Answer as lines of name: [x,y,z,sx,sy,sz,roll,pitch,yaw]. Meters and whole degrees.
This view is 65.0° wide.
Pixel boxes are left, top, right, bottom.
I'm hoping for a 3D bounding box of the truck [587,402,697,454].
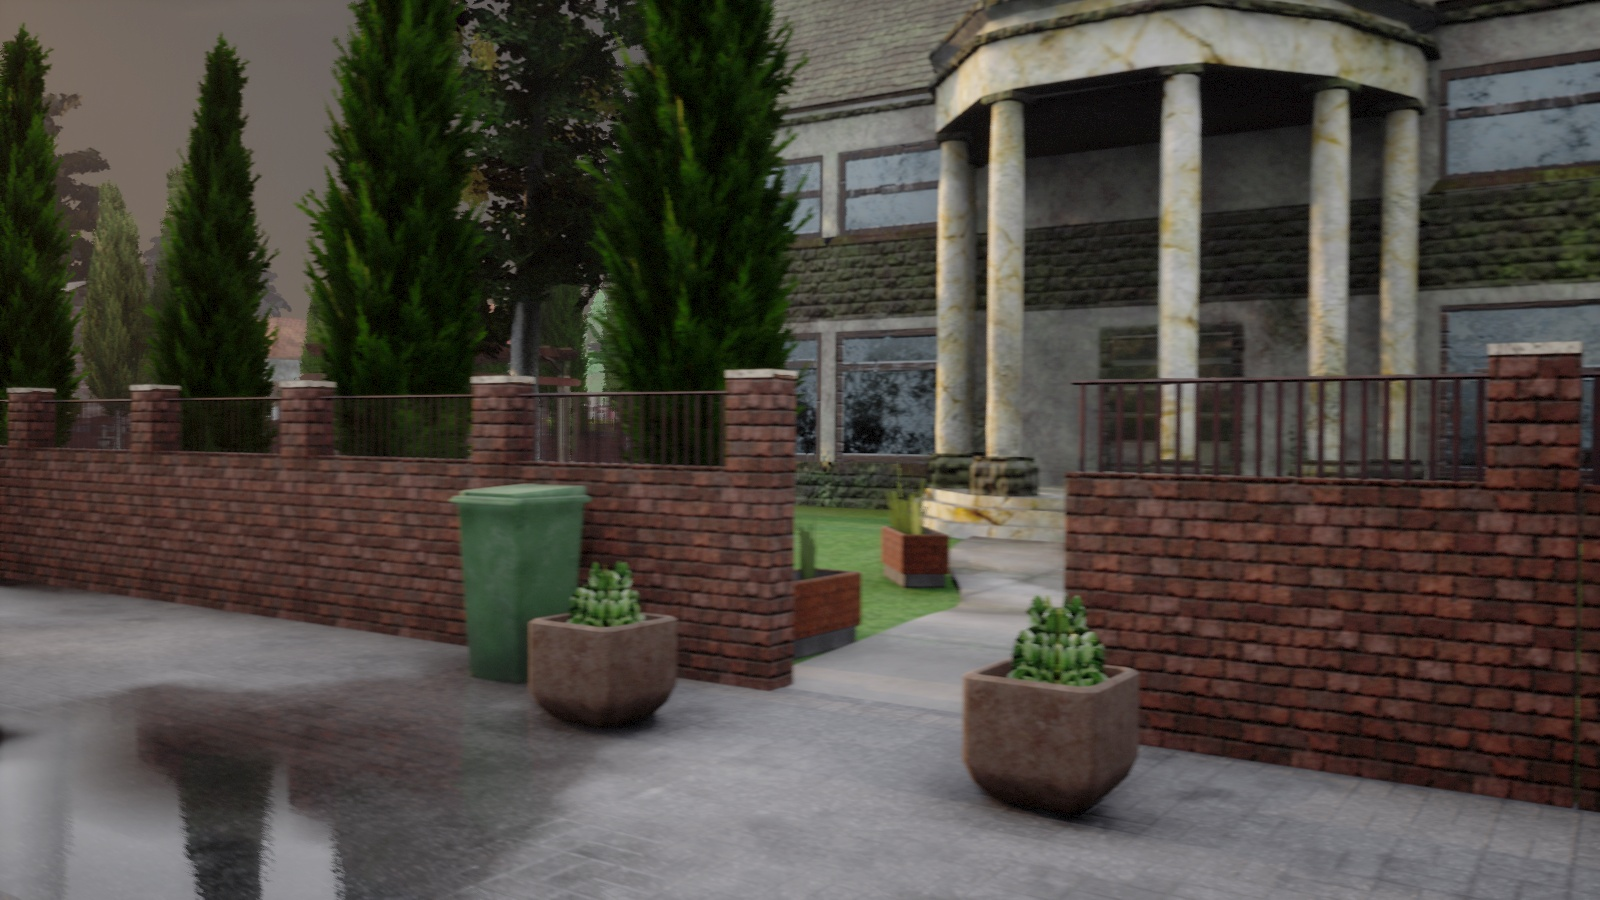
truck: [-12.173,-1.637,96.275,8.468,3.827,2.891,0,1,34]
